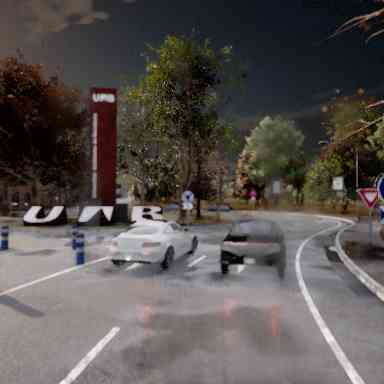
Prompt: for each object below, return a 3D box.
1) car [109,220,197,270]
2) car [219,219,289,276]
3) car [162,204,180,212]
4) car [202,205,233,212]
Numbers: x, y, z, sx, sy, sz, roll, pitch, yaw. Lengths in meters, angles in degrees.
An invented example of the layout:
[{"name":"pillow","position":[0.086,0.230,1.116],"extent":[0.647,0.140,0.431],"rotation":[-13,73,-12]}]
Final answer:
[{"name":"car","position":[-1.193,1.691,11.699],"extent":[1.812,1.442,4.674],"rotation":[0,-1,16]},{"name":"car","position":[2.127,1.644,11.018],"extent":[2.128,1.511,4.902],"rotation":[0,-1,15]},{"name":"car","position":[-3.322,2.724,57.135],"extent":[4.181,1.385,1.994],"rotation":[0,-1,16]},{"name":"car","position":[4.379,2.706,56.778],"extent":[5.357,1.411,2.033],"rotation":[-1,-2,37]}]
